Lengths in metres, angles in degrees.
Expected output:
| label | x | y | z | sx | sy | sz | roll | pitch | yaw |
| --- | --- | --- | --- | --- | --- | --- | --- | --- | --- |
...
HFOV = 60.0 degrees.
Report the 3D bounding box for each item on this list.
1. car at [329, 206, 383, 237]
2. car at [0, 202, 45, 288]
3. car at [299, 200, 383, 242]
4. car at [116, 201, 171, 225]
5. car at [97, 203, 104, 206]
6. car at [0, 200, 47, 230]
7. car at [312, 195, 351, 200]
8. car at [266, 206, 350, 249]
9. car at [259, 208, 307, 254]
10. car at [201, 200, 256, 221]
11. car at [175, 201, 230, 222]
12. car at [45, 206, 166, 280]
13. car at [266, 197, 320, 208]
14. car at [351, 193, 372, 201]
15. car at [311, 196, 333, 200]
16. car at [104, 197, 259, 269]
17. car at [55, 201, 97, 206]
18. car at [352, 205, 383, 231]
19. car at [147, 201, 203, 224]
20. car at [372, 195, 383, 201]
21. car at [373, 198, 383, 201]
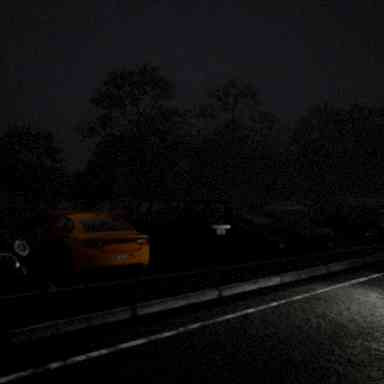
| label | x | y | z | sx | sy | sz | roll | pitch | yaw |
| --- | --- | --- | --- | --- | --- | --- | --- | --- | --- |
| car | 10.726 | 1.671 | 19.219 | 2.163 | 1.488 | 4.792 | 0 | 0 | -35 |
| car | -5.310 | 1.140 | 8.118 | 2.185 | 1.767 | 4.553 | 2 | -1 | -35 |
| car | 8.441 | 1.491 | 17.624 | 2.185 | 1.767 | 4.553 | 1 | 0 | -35 |
| car | -3.767 | 1.517 | 25.063 | 2.163 | 1.488 | 4.792 | 1 | -1 | -35 |
| car | -6.068 | 1.431 | 23.721 | 1.946 | 1.575 | 5.366 | 2 | -1 | -35 |
| car | -10.562 | 1.324 | 20.398 | 2.163 | 1.488 | 4.792 | 2 | -1 | -35 |
| car | 14.506 | 1.331 | 37.864 | 2.435 | 2.045 | 5.566 | -1 | 1 | -35 |
| car | 3.859 | 1.572 | 14.434 | 2.163 | 1.488 | 4.792 | 1 | 0 | -35 |
| car | 1.566 | 1.489 | 12.865 | 2.231 | 1.521 | 4.892 | 1 | -1 | -35 |
| car | 3.193 | 1.590 | 29.941 | 2.231 | 1.521 | 4.892 | 1 | 0 | -35 |
| car | 0.799 | 1.563 | 28.273 | 2.097 | 1.535 | 5.008 | 1 | 0 | -35 |
| car | -3.014 | 1.349 | 9.674 | 2.097 | 1.535 | 5.008 | 2 | -1 | -35 |
| car | 10.052 | 1.608 | 34.501 | 1.946 | 1.575 | 5.366 | 0 | 0 | -35 |
| car | 19.084 | 1.397 | 41.057 | 2.185 | 1.767 | 4.553 | -1 | 1 | -35 |
| car | 12.232 | 1.601 | 36.252 | 2.097 | 1.535 | 5.008 | 0 | 0 | -35 |
| car | -0.736 | 1.172 | 11.301 | 2.435 | 2.045 | 5.566 | 2 | -1 | -35 |
| car | -8.360 | 1.366 | 22.123 | 1.946 | 1.575 | 5.366 | 2 | -1 | -35 |
| car | 12.979 | 1.686 | 20.861 | 2.163 | 1.488 | 4.792 | 0 | 0 | -35 |
| car | -1.490 | 1.529 | 26.678 | 2.097 | 1.535 | 5.008 | 1 | 0 | -35 |
| car | 21.391 | 1.480 | 42.620 | 2.097 | 1.535 | 5.008 | -1 | 1 | -35 |
| car | 15.266 | 1.539 | 22.455 | 2.185 | 1.767 | 4.553 | 0 | 0 | -35 |
